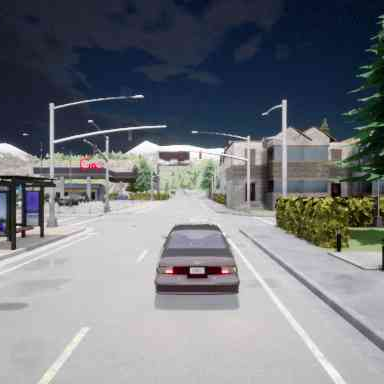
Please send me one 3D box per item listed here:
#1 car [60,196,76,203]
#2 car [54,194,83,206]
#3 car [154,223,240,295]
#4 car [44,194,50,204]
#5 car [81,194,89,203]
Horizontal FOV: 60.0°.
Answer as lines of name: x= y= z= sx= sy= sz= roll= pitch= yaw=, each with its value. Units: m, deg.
car: x=-25.944 y=1.552 z=69.540 sx=1.970 sy=1.475 sz=3.806 roll=0 pitch=0 yaw=0
car: x=-18.917 y=1.489 z=51.068 sx=2.007 sy=1.523 sz=4.514 roll=0 pitch=0 yaw=0
car: x=0.101 y=1.547 z=8.871 sx=2.033 sy=1.411 sz=5.357 roll=0 pitch=0 yaw=0
car: x=-25.884 y=1.289 z=61.061 sx=1.932 sy=1.855 sz=4.605 roll=0 pitch=0 yaw=0
car: x=-22.618 y=1.268 z=68.937 sx=1.905 sy=1.878 sz=3.866 roll=0 pitch=0 yaw=0
